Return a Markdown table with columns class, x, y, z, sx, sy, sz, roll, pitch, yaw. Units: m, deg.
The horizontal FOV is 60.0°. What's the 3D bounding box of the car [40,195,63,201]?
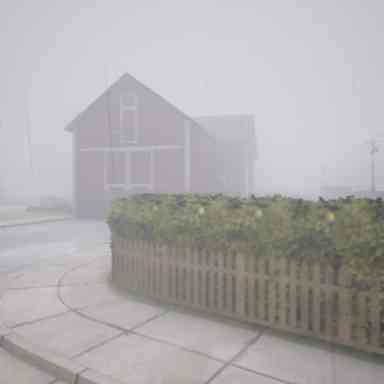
| class | x | y | z | sx | sy | sz | roll | pitch | yaw |
| --- | --- | --- | --- | --- | --- | --- | --- | --- | --- |
| car | -18.973 | 1.202 | 45.669 | 1.816 | 1.474 | 4.193 | -6 | -1 | 12 |
